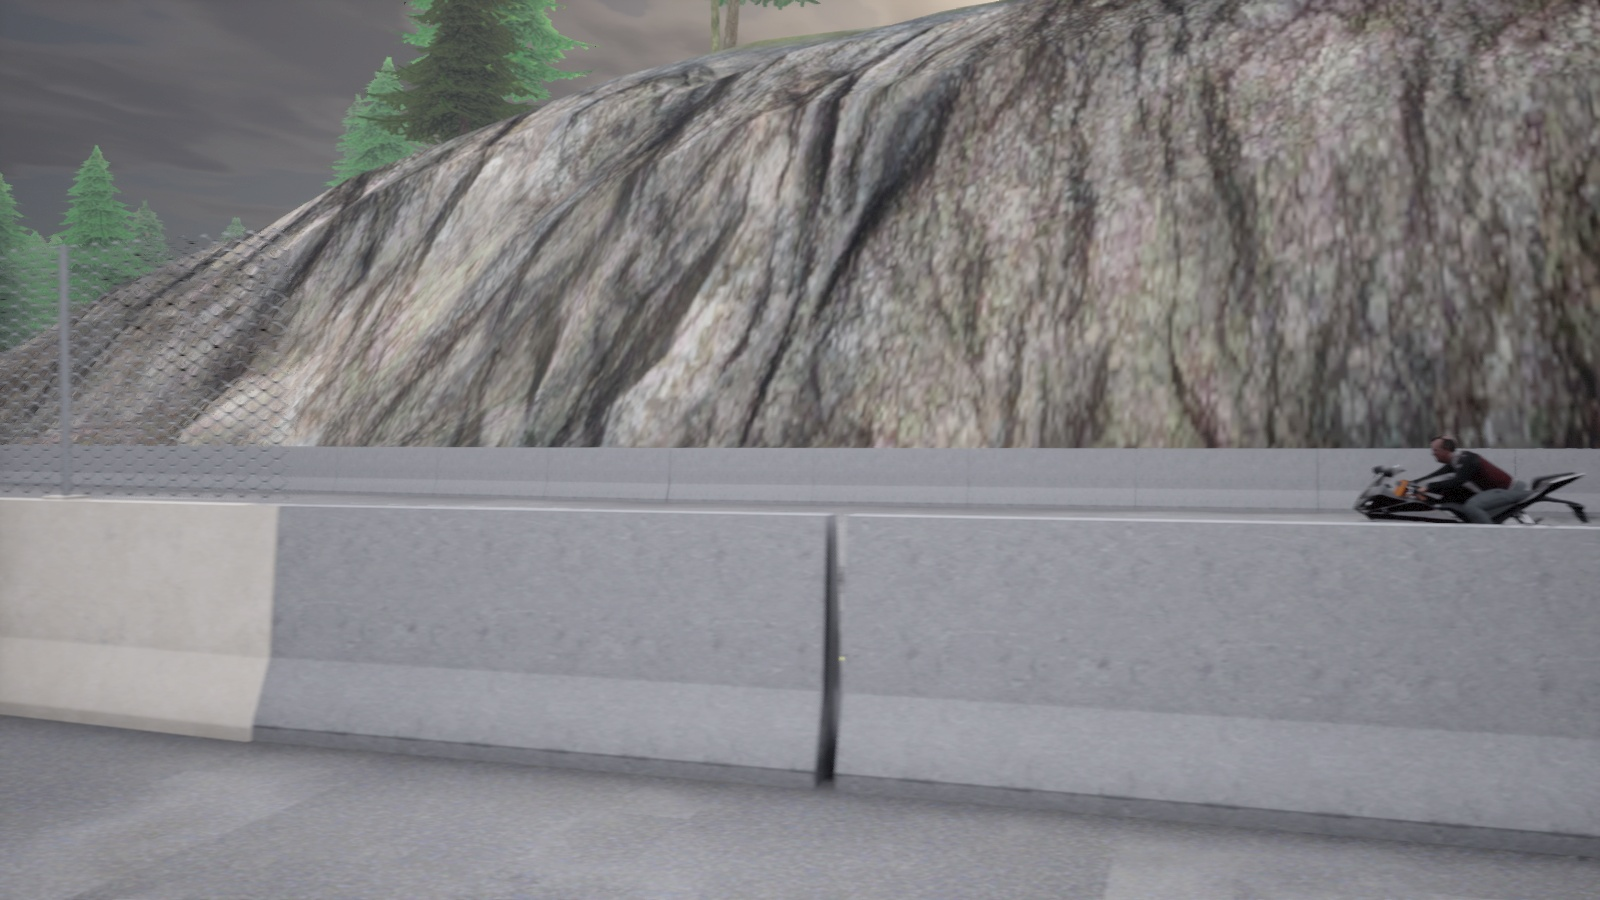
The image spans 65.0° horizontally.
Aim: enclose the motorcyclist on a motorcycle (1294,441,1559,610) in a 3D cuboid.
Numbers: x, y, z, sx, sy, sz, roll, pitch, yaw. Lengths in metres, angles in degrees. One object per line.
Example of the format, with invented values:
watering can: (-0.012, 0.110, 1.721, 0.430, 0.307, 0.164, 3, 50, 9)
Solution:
motorcyclist on a motorcycle: (6.025, 0.689, 12.242, 2.191, 1.530, 0.866, 0, 1, 18)
